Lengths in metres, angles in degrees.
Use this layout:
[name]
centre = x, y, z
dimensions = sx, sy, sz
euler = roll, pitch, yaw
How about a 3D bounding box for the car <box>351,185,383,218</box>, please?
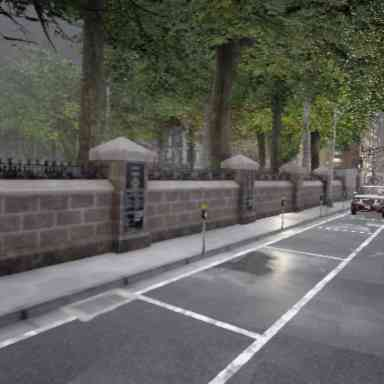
[car]
centre = 11.668, 0.504, 21.355
dimensions = 2.192, 1.841, 5.009
euler = 4, 4, 35
